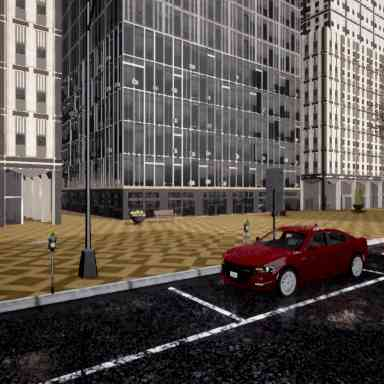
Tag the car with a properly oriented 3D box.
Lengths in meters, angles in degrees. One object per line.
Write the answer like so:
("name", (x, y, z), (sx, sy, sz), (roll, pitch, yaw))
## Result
("car", (2.730, 1.545, 8.516), (4.507, 1.381, 1.887), (0, 0, -36))
